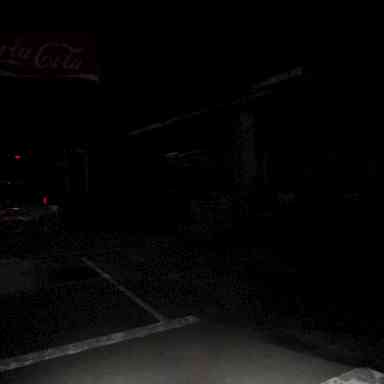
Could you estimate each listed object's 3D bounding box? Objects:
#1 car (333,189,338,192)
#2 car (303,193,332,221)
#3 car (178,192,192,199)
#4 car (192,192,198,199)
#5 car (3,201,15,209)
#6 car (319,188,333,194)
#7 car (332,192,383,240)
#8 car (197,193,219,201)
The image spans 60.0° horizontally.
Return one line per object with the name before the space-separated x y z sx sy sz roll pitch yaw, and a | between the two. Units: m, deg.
car | 29.049 -0.057 71.610 2.007 1.523 4.514 -3 0 -30
car | 9.598 1.091 22.162 4.611 1.667 2.242 -3 0 -30
car | -2.318 0.968 83.479 1.905 1.878 3.866 -3 0 -30
car | 0.009 0.883 85.266 1.932 1.855 4.605 -3 0 -30
car | -35.290 2.531 64.084 1.812 1.442 4.674 -3 0 -29
car | 26.345 0.055 70.022 2.152 1.636 5.027 -3 0 -30
car | 8.597 0.993 15.099 3.866 1.878 1.905 -3 0 -30
car | 3.553 1.005 66.012 2.007 1.523 4.514 -3 0 -30
